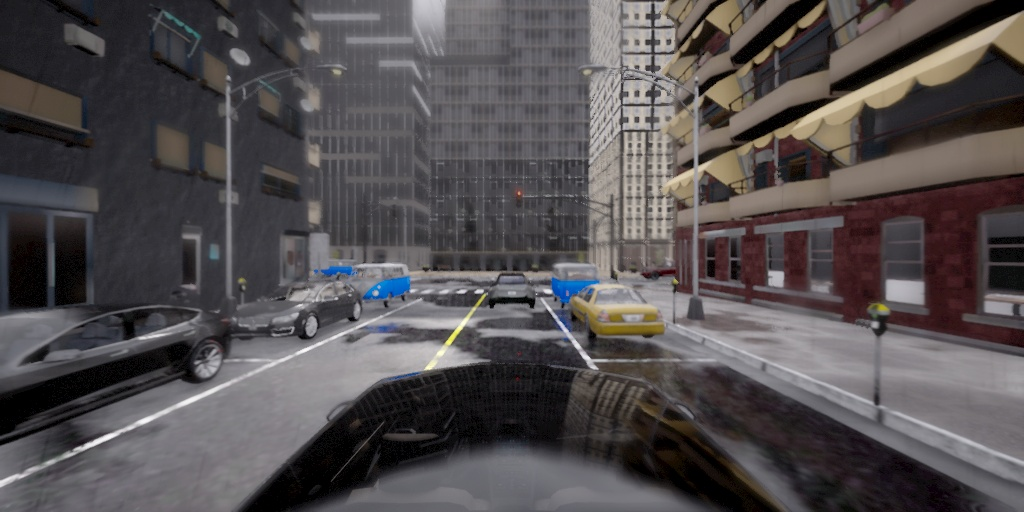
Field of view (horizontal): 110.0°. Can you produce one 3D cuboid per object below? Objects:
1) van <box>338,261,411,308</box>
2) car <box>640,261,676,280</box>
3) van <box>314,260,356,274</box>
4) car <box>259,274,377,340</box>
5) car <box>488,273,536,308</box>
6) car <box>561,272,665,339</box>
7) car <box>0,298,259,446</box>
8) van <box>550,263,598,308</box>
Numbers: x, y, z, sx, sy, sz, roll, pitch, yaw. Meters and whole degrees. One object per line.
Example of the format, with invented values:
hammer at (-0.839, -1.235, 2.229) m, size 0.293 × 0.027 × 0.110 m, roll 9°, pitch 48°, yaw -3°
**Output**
van at (-5.701, 1.220, 15.678) m, size 1.690 × 1.789 × 3.998 m, roll 0°, pitch 0°, yaw 0°
car at (15.209, 1.403, 35.001) m, size 5.009 × 1.841 × 2.192 m, roll 0°, pitch 0°, yaw 0°
van at (-17.180, 1.266, 35.173) m, size 3.998 × 1.789 × 1.690 m, roll 0°, pitch 0°, yaw 0°
car at (-5.697, 1.377, 10.076) m, size 2.007 × 1.370 × 4.403 m, roll 0°, pitch 0°, yaw 0°
car at (-0.024, 1.447, 16.106) m, size 1.994 × 1.385 × 4.181 m, roll 0°, pitch 0°, yaw -1°
car at (2.683, 1.352, 10.223) m, size 1.751 × 1.417 × 4.829 m, roll 0°, pitch 0°, yaw 0°
car at (-5.693, 1.341, 4.474) m, size 1.948 × 1.339 × 4.313 m, roll 0°, pitch 0°, yaw 0°
van at (2.679, 1.220, 15.655) m, size 1.690 × 1.789 × 3.998 m, roll 0°, pitch 0°, yaw 0°
